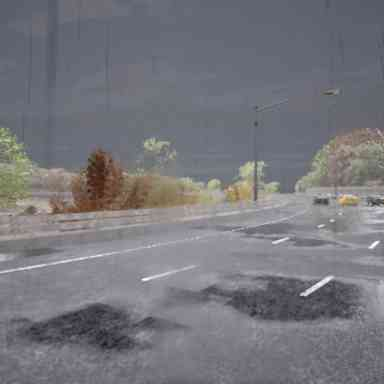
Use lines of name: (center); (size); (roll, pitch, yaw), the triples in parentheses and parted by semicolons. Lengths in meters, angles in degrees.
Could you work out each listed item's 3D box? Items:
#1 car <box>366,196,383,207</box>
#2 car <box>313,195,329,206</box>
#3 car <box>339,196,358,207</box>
car: (25.281, 1.269, 45.666); (1.837, 1.490, 4.892); (0, 0, 18)
car: (19.027, 1.219, 49.108); (1.882, 1.535, 5.008); (0, 0, 16)
car: (22.023, 1.234, 46.948); (1.882, 1.535, 5.008); (0, 0, 18)
